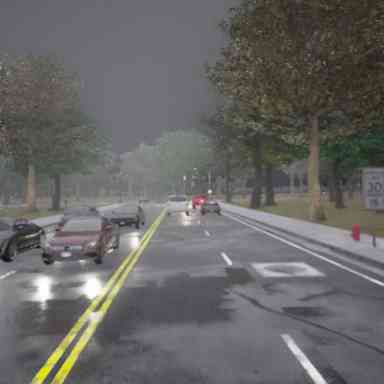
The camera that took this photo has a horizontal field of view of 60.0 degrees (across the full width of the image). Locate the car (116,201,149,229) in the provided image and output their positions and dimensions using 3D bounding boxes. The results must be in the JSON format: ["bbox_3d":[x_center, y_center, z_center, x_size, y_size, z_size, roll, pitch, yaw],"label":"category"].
[{"bbox_3d":[-4.295,1.611,22.674,1.882,1.535,5.008,-1,0,-2],"label":"car"}]

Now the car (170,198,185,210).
[{"bbox_3d":[-2.066,1.662,48.529,2.128,1.511,4.902,-1,0,-2],"label":"car"}]

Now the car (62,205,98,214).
[{"bbox_3d":[-7.556,1.677,22.737,1.837,1.490,4.892,-1,0,-2],"label":"car"}]

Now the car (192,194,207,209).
[{"bbox_3d":[1.184,1.351,48.118,2.150,2.045,5.566,-1,0,-1],"label":"car"}]

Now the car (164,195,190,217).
[{"bbox_3d":[-1.400,1.352,33.726,2.150,2.045,5.566,-1,0,-2],"label":"car"}]

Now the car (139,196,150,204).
[{"bbox_3d":[-9.395,1.559,65.695,1.882,1.535,5.008,-1,0,-3],"label":"car"}]

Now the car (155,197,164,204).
[{"bbox_3d":[-6.147,1.596,65.840,1.994,1.385,4.181,-1,0,-3],"label":"car"}]

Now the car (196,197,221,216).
[{"bbox_3d":[1.828,1.585,34.283,2.128,1.511,4.902,-1,0,-2],"label":"car"}]

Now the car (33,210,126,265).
[{"bbox_3d":[-3.847,1.616,12.282,1.812,1.442,4.674,-1,0,-2],"label":"car"}]

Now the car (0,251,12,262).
[{"bbox_3d":[-3.395,1.575,2.252,1.812,1.442,4.674,-1,0,-1],"label":"car"}]

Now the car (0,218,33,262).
[{"bbox_3d":[-7.104,1.694,12.490,1.994,1.385,4.181,-1,0,-2],"label":"car"}]
